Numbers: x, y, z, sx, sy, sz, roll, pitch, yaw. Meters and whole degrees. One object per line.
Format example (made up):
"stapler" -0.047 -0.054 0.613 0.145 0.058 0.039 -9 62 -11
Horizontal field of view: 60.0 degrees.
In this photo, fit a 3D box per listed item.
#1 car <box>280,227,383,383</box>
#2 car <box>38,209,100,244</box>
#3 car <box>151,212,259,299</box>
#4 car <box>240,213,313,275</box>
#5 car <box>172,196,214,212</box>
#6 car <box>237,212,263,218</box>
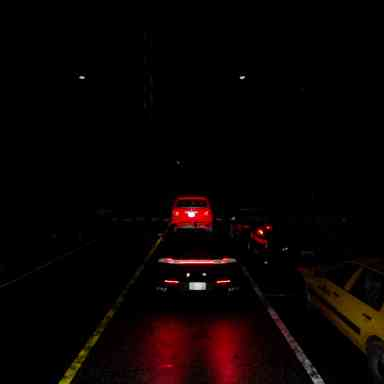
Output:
"car" 2.864 1.524 4.857 1.752 1.417 4.829 -1 0 0
"car" -5.684 1.539 15.853 1.887 1.381 4.507 -1 0 0
"car" 0.096 1.489 8.445 2.128 1.511 4.902 0 0 0
"car" 2.863 1.562 10.273 1.947 1.339 4.313 -1 0 0
"car" 0.062 1.215 18.793 2.150 2.045 5.566 0 0 2
"car" 2.861 1.576 15.859 1.802 1.307 4.206 -1 0 0
